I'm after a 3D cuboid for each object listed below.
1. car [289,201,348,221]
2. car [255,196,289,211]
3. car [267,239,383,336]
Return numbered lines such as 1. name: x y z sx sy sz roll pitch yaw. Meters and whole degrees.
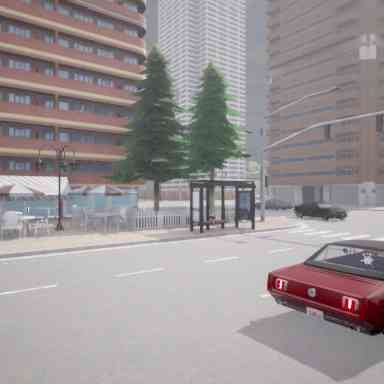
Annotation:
1. car: 10.755 1.531 27.989 1.882 1.535 5.008 0 0 -21
2. car: 10.217 1.603 42.507 2.033 1.411 5.357 0 0 -36
3. car: 3.718 1.601 6.461 4.718 1.301 1.895 0 0 -36
